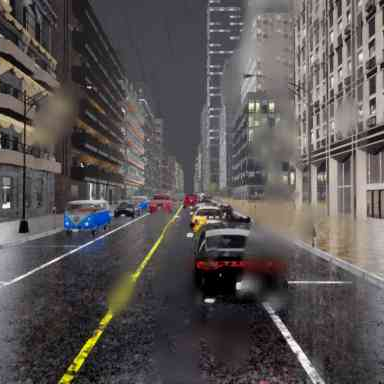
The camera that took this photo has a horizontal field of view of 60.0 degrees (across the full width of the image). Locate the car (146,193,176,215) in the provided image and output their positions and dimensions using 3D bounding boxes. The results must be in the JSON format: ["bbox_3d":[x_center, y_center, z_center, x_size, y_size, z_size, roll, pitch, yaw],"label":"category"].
[{"bbox_3d":[-3.133,1.217,34.820,2.150,2.045,5.566,0,0,0],"label":"car"}]

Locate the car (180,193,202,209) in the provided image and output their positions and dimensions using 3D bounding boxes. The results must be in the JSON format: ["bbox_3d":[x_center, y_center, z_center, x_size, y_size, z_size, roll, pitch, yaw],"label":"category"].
[{"bbox_3d":[-0.033,1.209,45.675,2.150,2.045,5.566,0,0,1],"label":"car"}]

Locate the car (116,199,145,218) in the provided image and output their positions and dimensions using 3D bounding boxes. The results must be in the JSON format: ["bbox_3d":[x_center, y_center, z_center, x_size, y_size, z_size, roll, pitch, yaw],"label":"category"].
[{"bbox_3d":[-5.704,1.564,29.744,1.947,1.339,4.313,1,0,0],"label":"car"}]

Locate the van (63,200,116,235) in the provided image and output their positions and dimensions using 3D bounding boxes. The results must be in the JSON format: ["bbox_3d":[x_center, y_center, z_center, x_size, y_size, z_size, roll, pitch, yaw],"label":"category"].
[{"bbox_3d":[-5.690,1.342,18.343,1.690,1.788,3.998,1,0,0],"label":"van"}]

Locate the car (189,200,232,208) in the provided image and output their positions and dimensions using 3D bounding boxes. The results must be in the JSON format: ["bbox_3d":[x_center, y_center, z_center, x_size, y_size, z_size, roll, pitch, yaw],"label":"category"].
[{"bbox_3d":[0.882,1.456,18.445,1.801,1.575,5.366,0,0,0],"label":"car"}]

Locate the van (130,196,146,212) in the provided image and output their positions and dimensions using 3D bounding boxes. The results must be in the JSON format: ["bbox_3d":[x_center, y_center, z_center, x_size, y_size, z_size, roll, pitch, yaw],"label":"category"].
[{"bbox_3d":[-5.705,1.337,35.441,1.690,1.788,3.998,1,0,0],"label":"van"}]

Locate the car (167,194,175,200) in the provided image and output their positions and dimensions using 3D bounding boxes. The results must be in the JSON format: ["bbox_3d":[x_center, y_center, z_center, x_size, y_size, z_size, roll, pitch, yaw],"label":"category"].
[{"bbox_3d":[-5.758,1.364,92.428,1.967,1.590,4.097,1,0,0],"label":"car"}]

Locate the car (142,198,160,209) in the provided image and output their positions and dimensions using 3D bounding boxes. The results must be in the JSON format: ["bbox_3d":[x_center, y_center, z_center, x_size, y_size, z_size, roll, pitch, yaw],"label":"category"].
[{"bbox_3d":[-5.719,1.537,46.838,2.008,1.369,4.403,1,0,0],"label":"car"}]

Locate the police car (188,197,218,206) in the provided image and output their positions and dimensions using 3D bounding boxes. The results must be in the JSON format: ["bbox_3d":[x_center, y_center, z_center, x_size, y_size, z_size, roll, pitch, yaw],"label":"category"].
[{"bbox_3d":[0.877,1.425,24.366,1.930,1.638,5.238,0,0,0],"label":"police car"}]

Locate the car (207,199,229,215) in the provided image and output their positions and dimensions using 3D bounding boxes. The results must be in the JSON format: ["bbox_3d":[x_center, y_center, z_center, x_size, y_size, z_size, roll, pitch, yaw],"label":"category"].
[{"bbox_3d":[2.672,1.546,35.331,2.008,1.369,4.403,1,0,0],"label":"car"}]

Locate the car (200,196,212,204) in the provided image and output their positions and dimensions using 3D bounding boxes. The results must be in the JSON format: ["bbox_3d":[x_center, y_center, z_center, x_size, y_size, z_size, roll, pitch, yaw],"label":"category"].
[{"bbox_3d":[2.646,1.517,63.822,2.008,1.369,4.403,1,0,0],"label":"car"}]

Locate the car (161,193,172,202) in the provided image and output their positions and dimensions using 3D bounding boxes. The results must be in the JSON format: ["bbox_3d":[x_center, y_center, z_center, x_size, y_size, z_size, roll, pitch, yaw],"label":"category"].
[{"bbox_3d":[-5.740,1.266,75.332,2.192,1.841,5.009,1,0,0],"label":"car"}]

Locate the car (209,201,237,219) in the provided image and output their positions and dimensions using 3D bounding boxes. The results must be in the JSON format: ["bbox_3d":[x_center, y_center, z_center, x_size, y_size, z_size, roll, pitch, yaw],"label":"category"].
[{"bbox_3d":[2.677,1.549,29.634,2.008,1.369,4.403,1,0,0],"label":"car"}]

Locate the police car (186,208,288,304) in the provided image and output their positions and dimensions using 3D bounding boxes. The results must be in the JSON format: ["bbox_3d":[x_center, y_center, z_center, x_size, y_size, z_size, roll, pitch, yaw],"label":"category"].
[{"bbox_3d":[0.891,1.427,8.363,1.930,1.638,5.238,0,0,0],"label":"police car"}]

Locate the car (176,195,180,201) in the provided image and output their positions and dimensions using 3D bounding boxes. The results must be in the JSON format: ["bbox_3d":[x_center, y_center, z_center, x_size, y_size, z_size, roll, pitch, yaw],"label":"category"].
[{"bbox_3d":[-3.069,1.430,74.057,1.882,1.535,5.008,0,0,0],"label":"car"}]

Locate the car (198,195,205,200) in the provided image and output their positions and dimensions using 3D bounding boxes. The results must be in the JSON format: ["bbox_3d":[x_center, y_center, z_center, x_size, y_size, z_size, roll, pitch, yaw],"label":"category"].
[{"bbox_3d":[2.587,1.506,92.311,1.802,1.307,4.206,1,0,0],"label":"car"}]

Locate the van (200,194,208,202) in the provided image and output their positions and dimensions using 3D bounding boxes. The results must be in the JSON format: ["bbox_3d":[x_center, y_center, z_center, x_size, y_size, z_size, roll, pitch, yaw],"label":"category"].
[{"bbox_3d":[2.649,1.292,75.218,1.690,1.788,3.998,1,0,0],"label":"van"}]

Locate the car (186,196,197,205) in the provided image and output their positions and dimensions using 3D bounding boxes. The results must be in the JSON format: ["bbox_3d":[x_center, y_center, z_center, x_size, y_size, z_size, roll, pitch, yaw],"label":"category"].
[{"bbox_3d":[-0.054,1.478,58.705,1.837,1.490,4.892,0,0,0],"label":"car"}]

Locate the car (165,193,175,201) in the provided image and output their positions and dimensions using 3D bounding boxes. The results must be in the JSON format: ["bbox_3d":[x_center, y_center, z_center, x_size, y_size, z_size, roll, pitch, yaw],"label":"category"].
[{"bbox_3d":[-5.750,1.248,86.728,2.192,1.841,5.009,1,0,0],"label":"car"}]

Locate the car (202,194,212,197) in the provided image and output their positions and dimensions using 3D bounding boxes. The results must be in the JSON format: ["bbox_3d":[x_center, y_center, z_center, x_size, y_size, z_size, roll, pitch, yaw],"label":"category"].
[{"bbox_3d":[2.656,1.289,58.125,2.192,1.841,5.009,1,0,0],"label":"car"}]

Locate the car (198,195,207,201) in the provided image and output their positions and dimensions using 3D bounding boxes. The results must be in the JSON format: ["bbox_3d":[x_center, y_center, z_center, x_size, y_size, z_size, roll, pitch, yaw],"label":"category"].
[{"bbox_3d":[2.606,1.509,80.916,1.947,1.339,4.313,1,0,0],"label":"car"}]
